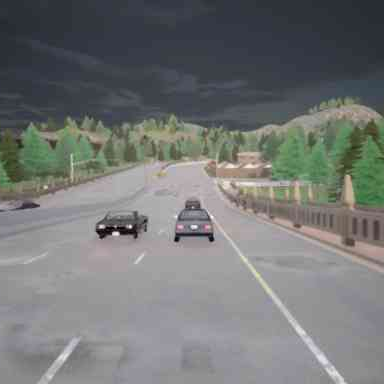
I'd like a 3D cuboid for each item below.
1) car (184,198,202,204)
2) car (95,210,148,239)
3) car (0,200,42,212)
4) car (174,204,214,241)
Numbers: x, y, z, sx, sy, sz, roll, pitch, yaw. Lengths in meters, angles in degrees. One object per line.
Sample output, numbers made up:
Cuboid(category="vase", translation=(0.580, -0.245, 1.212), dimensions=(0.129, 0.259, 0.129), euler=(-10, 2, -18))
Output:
Cuboid(category="car", translation=(0.093, 1.447, 39.043), dimensions=(1.837, 1.490, 4.892), euler=(0, 0, 0))
Cuboid(category="car", translation=(-3.402, 1.579, 17.106), dimensions=(1.895, 1.301, 4.718), euler=(0, 0, 0))
Cuboid(category="car", translation=(-14.004, 1.312, 26.829), dimensions=(2.033, 1.411, 5.357), euler=(0, 0, 0))
Cuboid(category="car", translation=(0.098, 1.526, 16.582), dimensions=(2.033, 1.411, 5.357), euler=(0, 0, 0))
